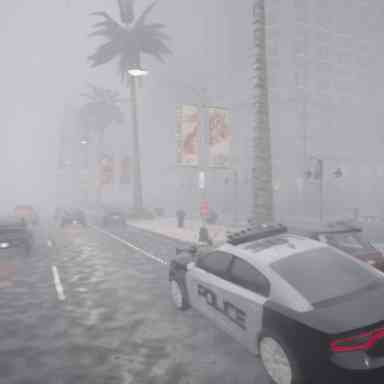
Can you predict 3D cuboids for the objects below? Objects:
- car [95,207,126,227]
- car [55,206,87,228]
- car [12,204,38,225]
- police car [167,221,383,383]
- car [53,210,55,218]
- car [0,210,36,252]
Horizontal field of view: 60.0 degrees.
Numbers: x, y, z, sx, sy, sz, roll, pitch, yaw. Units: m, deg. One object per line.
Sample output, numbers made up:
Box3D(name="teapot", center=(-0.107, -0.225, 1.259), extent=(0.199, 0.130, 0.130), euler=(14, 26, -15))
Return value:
Box3D(name="car", center=(-6.894, 2.019, 27.941), extent=(2.161, 1.482, 4.786), euler=(0, -1, -25))
Box3D(name="car", center=(-9.623, 1.996, 26.588), extent=(1.837, 1.490, 4.892), euler=(0, -1, -25))
Box3D(name="car", center=(-15.433, 1.933, 30.747), extent=(2.097, 1.767, 4.553), euler=(0, -1, -25))
Box3D(name="police car", center=(1.090, 1.421, 5.651), extent=(1.930, 1.638, 5.238), euler=(-9, 5, -25))
Box3D(name="car", center=(-13.943, 2.214, 35.956), extent=(2.033, 1.411, 5.357), euler=(0, -1, -25))
Box3D(name="car", center=(-8.137, 1.790, 14.843), extent=(1.837, 1.490, 4.892), euler=(0, -1, -25))
